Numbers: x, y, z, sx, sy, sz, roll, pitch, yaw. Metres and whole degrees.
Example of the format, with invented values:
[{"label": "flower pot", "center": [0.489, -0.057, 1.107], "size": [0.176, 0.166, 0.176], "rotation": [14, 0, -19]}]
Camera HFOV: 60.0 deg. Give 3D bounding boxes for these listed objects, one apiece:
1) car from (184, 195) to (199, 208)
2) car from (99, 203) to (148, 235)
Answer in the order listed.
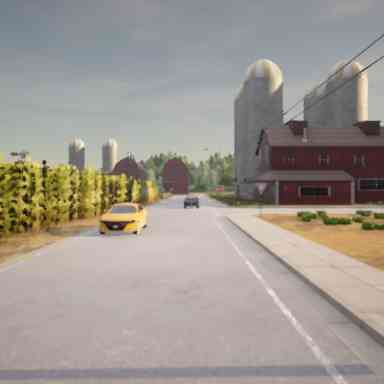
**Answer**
[{"label": "car", "center": [-0.054, 1.179, 41.949], "size": [2.128, 1.511, 4.902], "rotation": [0, 0, 0]}, {"label": "car", "center": [-3.571, 1.348, 18.043], "size": [1.882, 1.535, 5.008], "rotation": [0, 0, 0]}]
